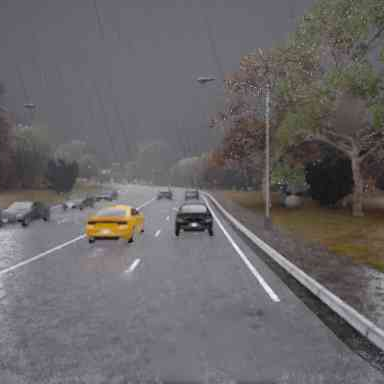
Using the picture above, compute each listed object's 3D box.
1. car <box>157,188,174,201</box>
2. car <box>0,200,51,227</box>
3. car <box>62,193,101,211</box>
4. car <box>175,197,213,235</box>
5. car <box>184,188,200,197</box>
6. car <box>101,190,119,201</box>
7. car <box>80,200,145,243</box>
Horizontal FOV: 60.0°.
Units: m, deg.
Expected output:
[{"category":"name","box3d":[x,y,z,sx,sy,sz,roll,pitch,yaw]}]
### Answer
[{"category":"car","box3d":[-3.515,0.286,43.726,1.837,1.490,4.892,0,3,0]},{"category":"car","box3d":[-10.592,1.286,21.164,1.812,1.442,4.674,0,2,0]},{"category":"car","box3d":[-10.553,0.885,31.261,2.128,1.511,4.902,0,3,0]},{"category":"car","box3d":[0.105,1.318,18.015,1.882,1.535,5.008,0,1,0]},{"category":"car","box3d":[-0.013,0.251,44.132,2.128,1.511,4.902,0,3,0]},{"category":"car","box3d":[-10.516,0.423,41.831,2.033,1.411,5.357,0,3,0]},{"category":"car","box3d":[-3.406,1.369,15.614,1.882,1.535,5.008,0,1,0]}]
